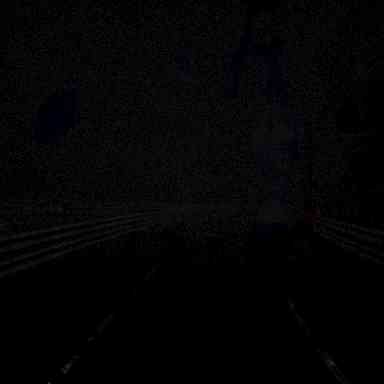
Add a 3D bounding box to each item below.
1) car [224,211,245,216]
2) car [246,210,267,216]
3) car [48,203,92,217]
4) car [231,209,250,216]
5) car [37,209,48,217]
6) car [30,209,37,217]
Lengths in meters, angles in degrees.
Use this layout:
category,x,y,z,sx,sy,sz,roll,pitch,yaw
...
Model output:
category,x,y,z,sx,sy,sz,roll,pitch,yaw
car,8.517,4.339,70.622,1.812,1.442,4.674,-3,-5,44
car,14.114,4.500,71.407,1.895,1.301,4.718,-3,-5,44
car,-14.756,2.191,41.266,2.097,1.767,4.553,-3,-5,44
car,11.510,4.862,78.807,2.128,1.511,4.902,-3,-5,44
car,-17.234,2.572,43.721,1.895,1.301,4.718,-3,-5,44
car,-19.783,2.584,46.123,1.882,1.535,5.008,-3,-5,44
